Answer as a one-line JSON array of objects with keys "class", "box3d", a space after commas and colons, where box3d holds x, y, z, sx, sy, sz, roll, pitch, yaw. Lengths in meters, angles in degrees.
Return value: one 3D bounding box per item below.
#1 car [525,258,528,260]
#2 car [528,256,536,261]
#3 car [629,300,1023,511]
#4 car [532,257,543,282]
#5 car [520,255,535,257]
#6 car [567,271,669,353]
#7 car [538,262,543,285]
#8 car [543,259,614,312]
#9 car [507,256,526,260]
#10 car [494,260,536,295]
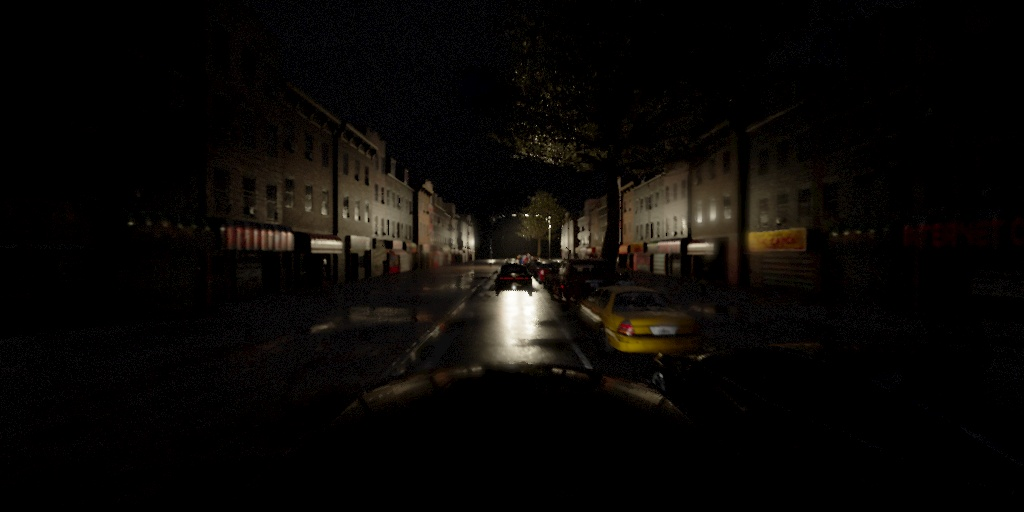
[{"class": "car", "box3d": [2.637, 1.149, 36.097, 2.007, 1.370, 4.403, 0, 0, 0]}, {"class": "car", "box3d": [2.637, 1.067, 30.550, 1.967, 1.591, 4.097, 0, 0, 0]}, {"class": "car", "box3d": [2.637, 1.311, 2.819, 1.948, 1.339, 4.313, 0, 0, 0]}, {"class": "car", "box3d": [2.637, 1.094, 25.002, 1.967, 1.591, 4.097, 0, 0, 0]}, {"class": "car", "box3d": [2.637, 0.820, 52.734, 2.192, 1.841, 5.009, 0, 0, 0]}, {"class": "car", "box3d": [2.637, 1.248, 8.535, 1.751, 1.417, 4.829, 0, 0, 0]}, {"class": "car", "box3d": [2.637, 1.202, 19.627, 1.751, 1.417, 4.829, 0, 0, 0]}, {"class": "car", "box3d": [2.637, 1.014, 13.911, 2.192, 1.841, 5.009, 0, 0, 0]}, {"class": "car", "box3d": [0.097, 1.075, 38.807, 2.128, 1.511, 4.902, 0, 0, 0]}, {"class": "car", "box3d": [0.095, 1.185, 19.057, 1.837, 1.490, 4.892, 0, 1, 0]}]
